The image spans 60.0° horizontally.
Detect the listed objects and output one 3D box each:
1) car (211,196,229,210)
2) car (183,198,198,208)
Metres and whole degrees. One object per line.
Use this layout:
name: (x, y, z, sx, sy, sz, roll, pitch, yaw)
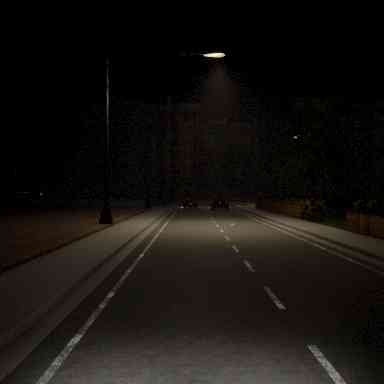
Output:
car: (3.548, 1.352, 43.154, 2.097, 1.767, 4.553, 0, 0, 1)
car: (-0.248, 1.593, 47.105, 1.994, 1.385, 4.181, 0, -1, -3)
